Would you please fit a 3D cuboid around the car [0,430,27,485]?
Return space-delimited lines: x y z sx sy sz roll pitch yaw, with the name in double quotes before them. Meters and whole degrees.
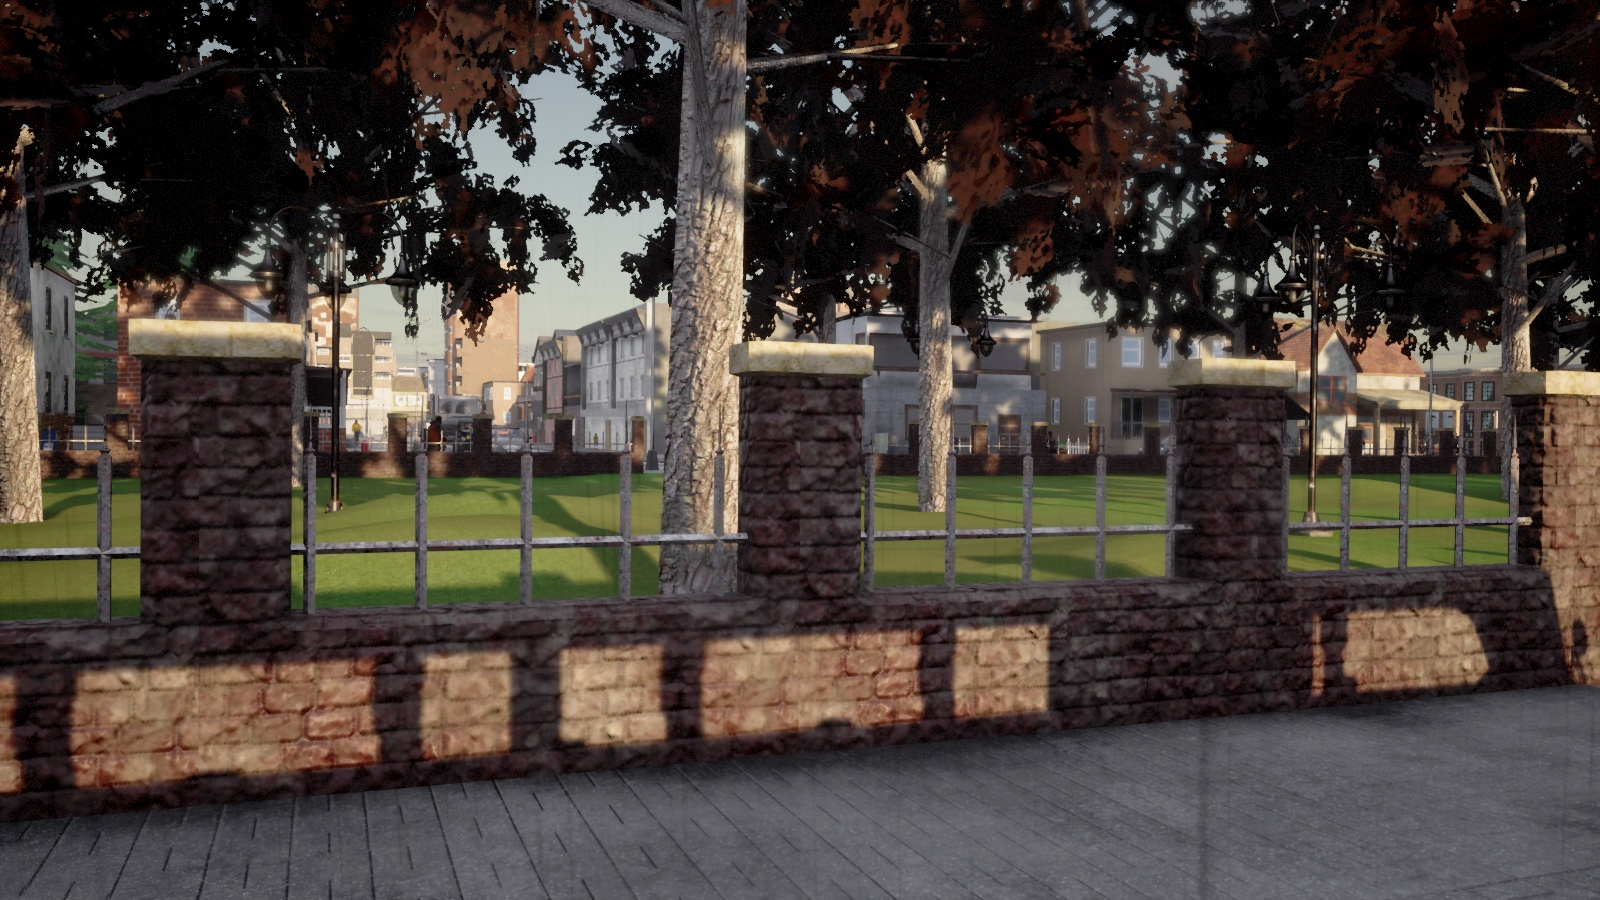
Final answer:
"car" -26.395 0.246 37.824 5.027 1.651 2.152 -1 1 -24

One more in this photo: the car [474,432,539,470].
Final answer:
"car" -12.518 0.022 53.334 2.128 1.511 4.902 -1 1 -19

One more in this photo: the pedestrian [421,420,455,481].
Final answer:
"pedestrian" -10.975 0.007 38.055 0.899 1.844 0.634 -1 1 -21

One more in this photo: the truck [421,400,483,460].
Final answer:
"truck" -21.275 -1.199 76.504 2.891 3.462 7.936 -1 1 -21

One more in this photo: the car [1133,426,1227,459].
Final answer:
"car" 17.850 -0.389 59.012 3.806 1.475 1.970 -1 1 -21

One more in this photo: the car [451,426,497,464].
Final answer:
"car" -16.890 -0.281 64.978 1.905 1.878 3.866 -1 1 -21
